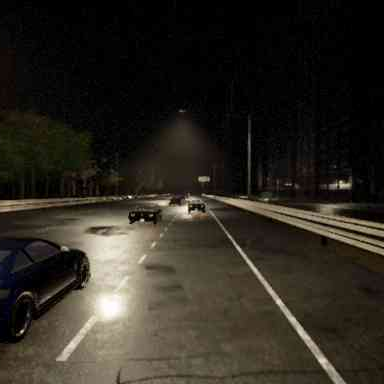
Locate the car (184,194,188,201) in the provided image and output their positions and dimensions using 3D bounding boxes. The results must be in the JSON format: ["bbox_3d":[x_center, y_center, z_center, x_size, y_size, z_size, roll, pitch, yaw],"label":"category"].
[{"bbox_3d":[-2.744,1.547,90.502,1.882,1.535,5.008,0,0,0],"label":"car"}]

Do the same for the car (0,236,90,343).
[{"bbox_3d":[-3.464,1.540,6.400,1.994,1.385,4.181,0,0,1],"label":"car"}]

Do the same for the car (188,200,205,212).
[{"bbox_3d":[0.519,1.601,38.945,1.895,1.301,4.718,0,0,1],"label":"car"}]

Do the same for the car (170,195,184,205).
[{"bbox_3d":[-2.922,1.525,60.080,1.812,1.442,4.674,0,0,0],"label":"car"}]

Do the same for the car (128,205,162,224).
[{"bbox_3d":[-3.254,1.574,24.102,1.895,1.301,4.718,0,0,1],"label":"car"}]
